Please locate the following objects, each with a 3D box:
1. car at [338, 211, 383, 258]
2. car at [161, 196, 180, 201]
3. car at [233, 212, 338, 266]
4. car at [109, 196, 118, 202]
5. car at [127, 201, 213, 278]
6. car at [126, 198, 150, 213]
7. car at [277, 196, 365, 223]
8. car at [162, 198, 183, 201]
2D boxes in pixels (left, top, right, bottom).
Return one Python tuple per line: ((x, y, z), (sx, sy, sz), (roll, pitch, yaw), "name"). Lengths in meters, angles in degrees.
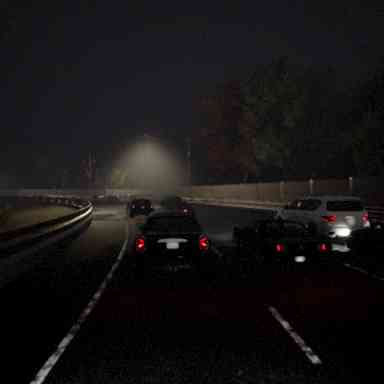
((6.940, 1.528, 10.566), (1.994, 1.385, 4.181), (0, 0, -12), "car")
((-2.837, 1.317, 44.888), (2.097, 1.767, 4.553), (0, 0, -24), "car")
((2.775, 1.579, 11.486), (1.895, 1.301, 4.718), (0, 0, -6), "car")
((-18.412, 1.530, 77.997), (2.033, 1.411, 5.357), (0, 0, -16), "car")
((-0.681, 1.345, 10.399), (2.097, 1.767, 4.553), (0, 0, -5), "car")
((-4.765, 1.339, 30.299), (2.097, 1.767, 4.553), (0, 0, -16), "car")
((5.780, 1.184, 15.515), (2.150, 2.045, 5.566), (0, 0, -8), "car")
((-1.168, 1.537, 30.467), (1.994, 1.385, 4.181), (0, 0, -16), "car")
